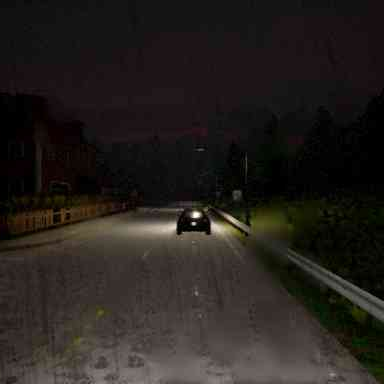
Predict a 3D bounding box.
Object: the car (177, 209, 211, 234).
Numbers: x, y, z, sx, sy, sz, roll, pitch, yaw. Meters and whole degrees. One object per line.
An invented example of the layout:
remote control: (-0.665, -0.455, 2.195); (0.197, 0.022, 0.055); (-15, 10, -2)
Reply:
car: (0.100, 1.751, 20.433); (1.994, 1.385, 4.181); (0, -1, 0)
